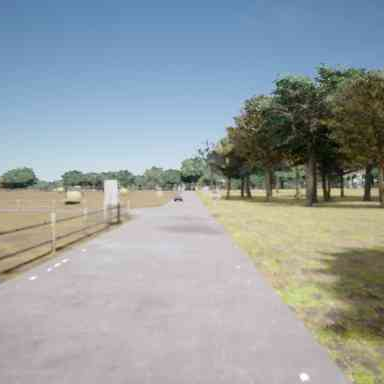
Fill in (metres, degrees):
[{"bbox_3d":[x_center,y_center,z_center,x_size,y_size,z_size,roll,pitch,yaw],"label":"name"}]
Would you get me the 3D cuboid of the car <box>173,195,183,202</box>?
[{"bbox_3d":[-2.760,1.269,67.369,2.033,1.411,5.357,0,1,0],"label":"car"}]
